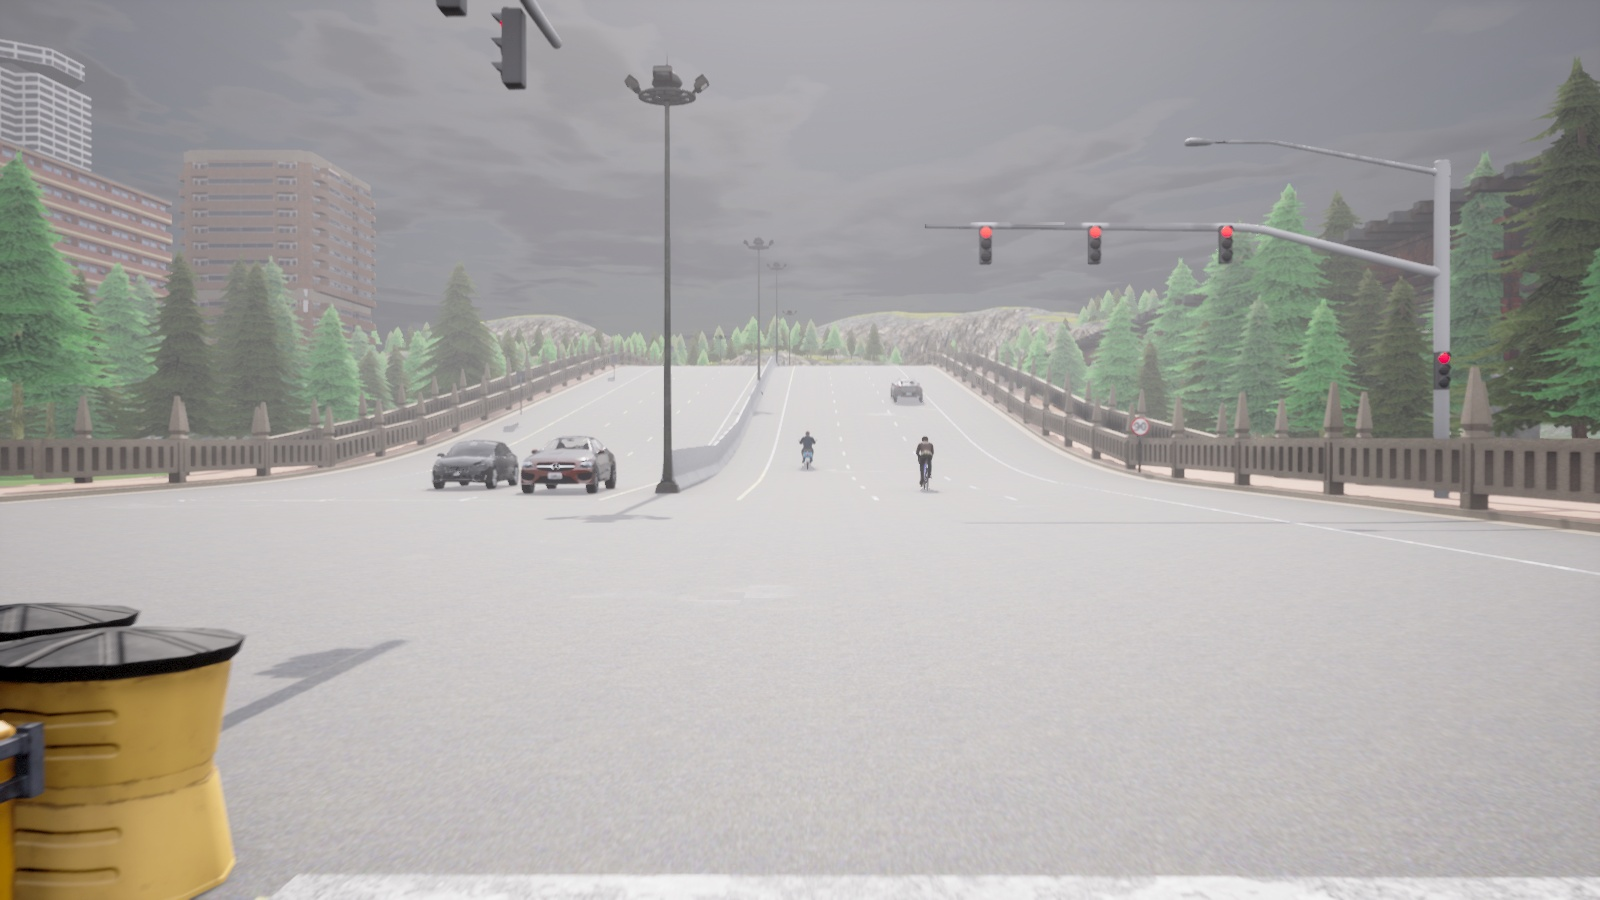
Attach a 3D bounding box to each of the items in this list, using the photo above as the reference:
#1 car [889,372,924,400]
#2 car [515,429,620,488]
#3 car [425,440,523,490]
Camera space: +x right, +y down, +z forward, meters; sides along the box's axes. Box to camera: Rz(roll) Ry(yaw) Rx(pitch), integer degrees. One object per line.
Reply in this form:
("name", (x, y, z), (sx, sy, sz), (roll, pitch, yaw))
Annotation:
("car", (7.754, -4.678, 91.739), (2.152, 1.651, 5.027), (0, 8, 1))
("car", (-6.776, 0.215, 37.207), (2.152, 1.651, 5.027), (0, 1, 0))
("car", (-10.260, 0.414, 39.910), (1.837, 1.490, 4.892), (0, 1, 0))
